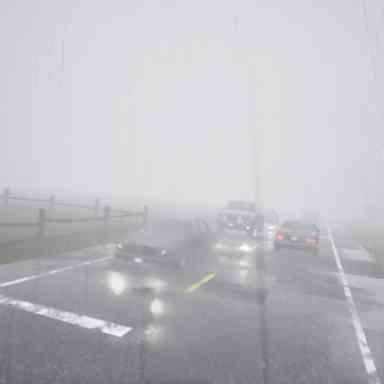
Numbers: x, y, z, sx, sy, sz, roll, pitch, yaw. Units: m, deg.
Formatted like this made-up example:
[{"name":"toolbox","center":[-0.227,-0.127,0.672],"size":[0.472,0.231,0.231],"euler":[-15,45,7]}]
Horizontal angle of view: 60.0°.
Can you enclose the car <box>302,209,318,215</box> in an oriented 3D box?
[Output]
[{"name":"car","center":[13.925,2.740,39.117],"size":[2.033,1.411,5.357],"euler":[4,0,21]}]

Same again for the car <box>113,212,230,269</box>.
[{"name":"car","center":[-0.501,1.564,11.606],"size":[2.033,1.411,5.357],"euler":[4,0,21]}]

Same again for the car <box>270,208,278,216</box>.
[{"name":"car","center":[6.892,2.165,30.805],"size":[1.812,1.442,4.674],"euler":[4,0,21]}]

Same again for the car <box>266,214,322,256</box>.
[{"name":"car","center":[4.972,1.984,15.548],"size":[2.033,1.411,5.357],"euler":[4,0,21]}]

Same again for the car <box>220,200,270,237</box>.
[{"name":"car","center":[3.194,1.548,21.138],"size":[2.150,2.045,5.566],"euler":[4,0,21]}]
